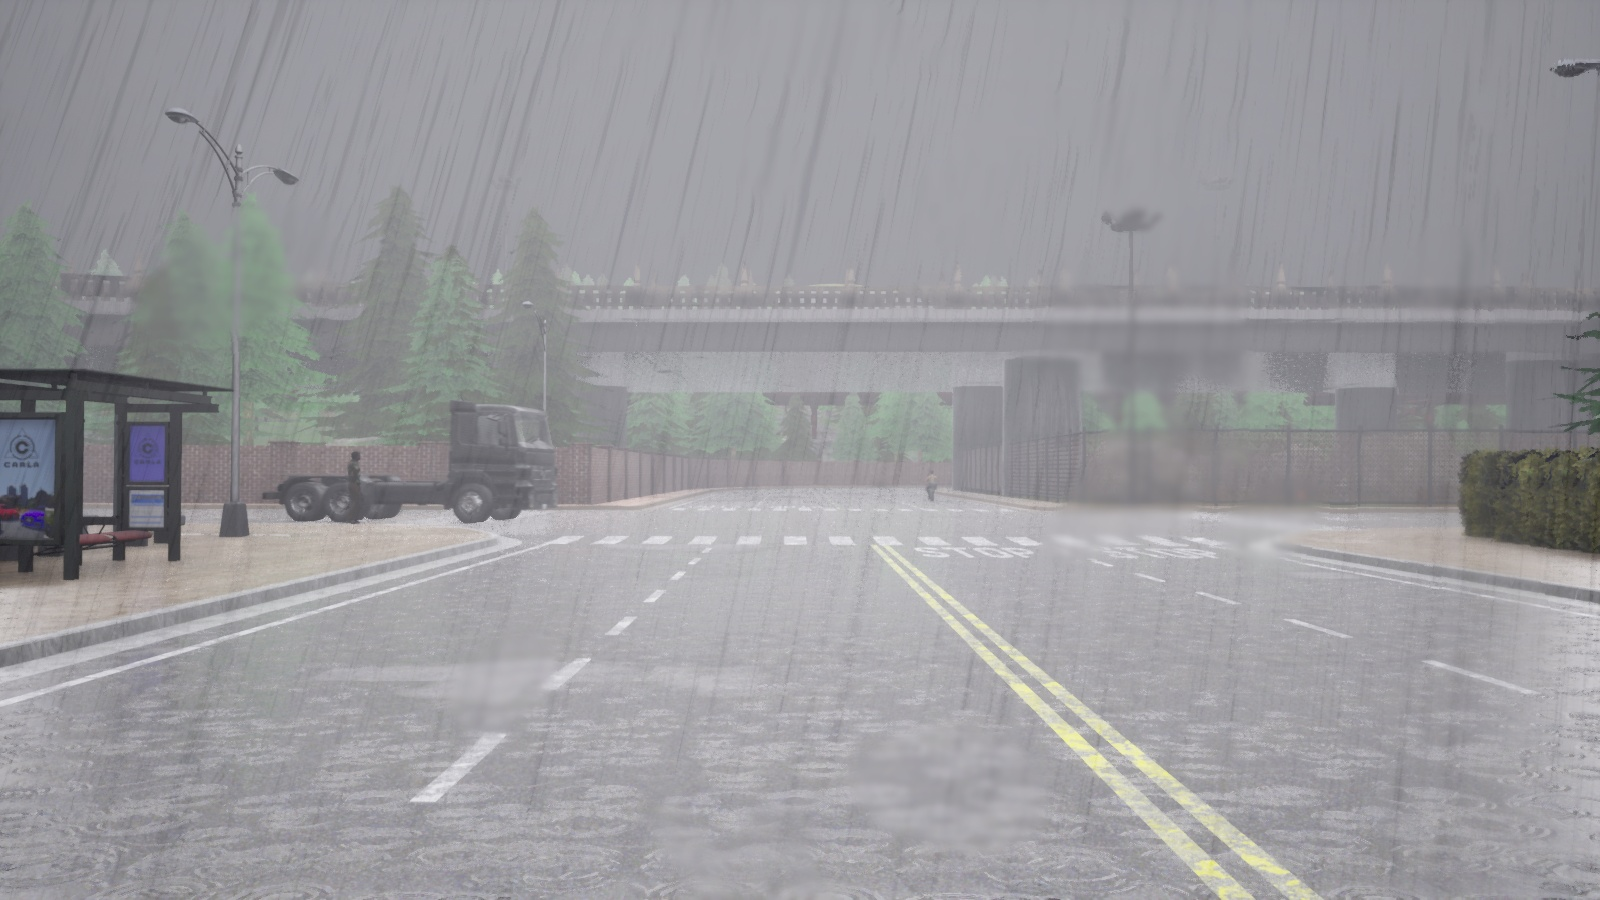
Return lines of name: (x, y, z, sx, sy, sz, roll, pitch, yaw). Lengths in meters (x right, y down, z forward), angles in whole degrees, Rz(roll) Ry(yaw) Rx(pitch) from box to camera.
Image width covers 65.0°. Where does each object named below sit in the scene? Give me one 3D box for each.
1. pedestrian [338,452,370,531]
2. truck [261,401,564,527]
pedestrian: (-11.133, 1.030, 31.370, 0.692, 1.930, 0.395, 0, -1, -31)
truck: (-11.182, 0.435, 36.598, 7.936, 3.462, 2.891, 0, -1, 8)
